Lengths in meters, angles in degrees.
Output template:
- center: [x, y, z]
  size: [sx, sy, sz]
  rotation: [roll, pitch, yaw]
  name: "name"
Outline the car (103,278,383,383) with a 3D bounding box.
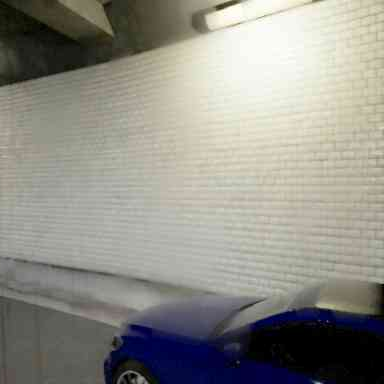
- center: [1.264, 1.531, 2.854]
  size: [4.674, 1.442, 1.812]
  rotation: [0, 0, 36]
  name: "car"
